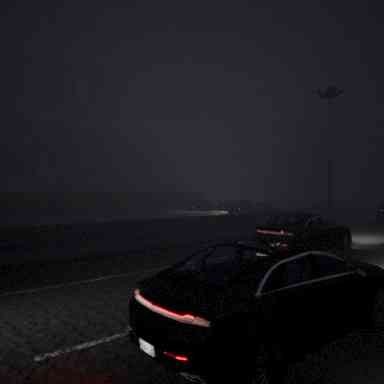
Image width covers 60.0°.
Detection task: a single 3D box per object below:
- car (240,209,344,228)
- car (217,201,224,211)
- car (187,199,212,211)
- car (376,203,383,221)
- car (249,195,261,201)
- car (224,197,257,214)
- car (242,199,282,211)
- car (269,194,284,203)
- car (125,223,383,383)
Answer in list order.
[{"bbox_3d":[4.251,1.541,12.434,4.902,1.511,2.128,0,0,-43],"label":"car"},{"bbox_3d":[4.680,1.717,42.729,1.994,1.385,4.181,0,0,25],"label":"car"},{"bbox_3d":[1.091,1.654,43.261,1.837,1.490,4.892,0,0,26],"label":"car"},{"bbox_3d":[16.250,1.611,27.248,2.128,1.511,4.902,0,0,32],"label":"car"},{"bbox_3d":[14.735,1.456,77.840,1.994,1.385,4.181,0,0,1],"label":"car"},{"bbox_3d":[5.658,1.640,37.052,1.837,1.490,4.892,0,0,29],"label":"car"},{"bbox_3d":[6.918,1.686,32.461,1.994,1.385,4.181,0,0,32],"label":"car"},{"bbox_3d":[18.096,1.389,71.767,2.150,2.045,5.566,0,0,1],"label":"car"},{"bbox_3d":[1.379,1.512,5.209,4.902,1.511,2.128,0,0,-39],"label":"car"}]
